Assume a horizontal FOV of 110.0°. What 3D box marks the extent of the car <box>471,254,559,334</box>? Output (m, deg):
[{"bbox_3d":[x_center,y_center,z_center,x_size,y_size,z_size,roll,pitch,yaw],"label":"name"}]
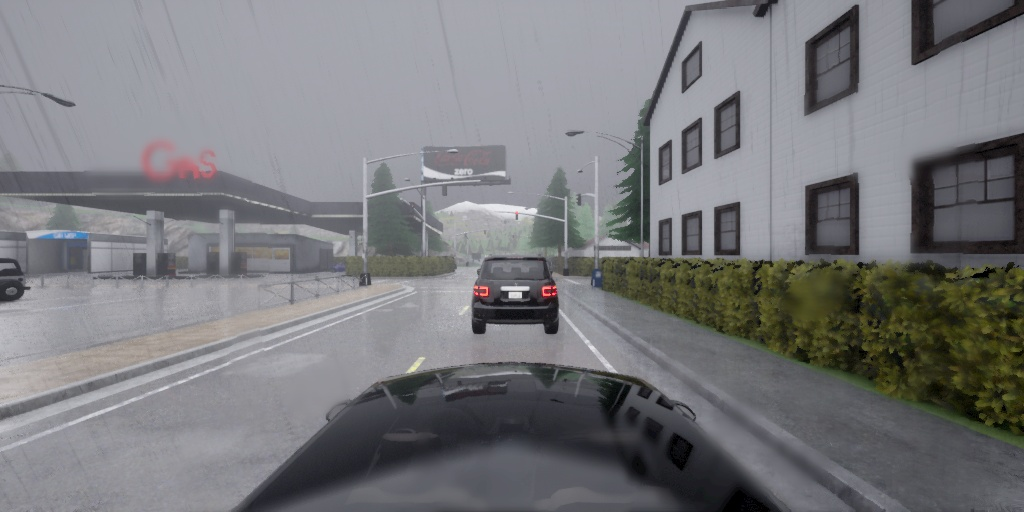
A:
[{"bbox_3d":[0.087,0.971,10.724,2.150,2.045,5.566,0,0,0],"label":"car"}]
